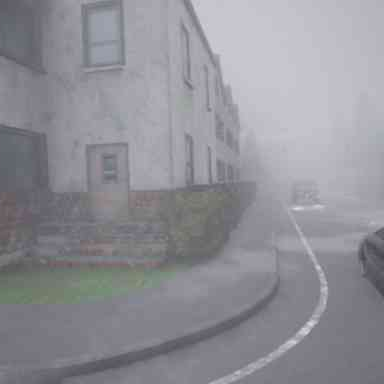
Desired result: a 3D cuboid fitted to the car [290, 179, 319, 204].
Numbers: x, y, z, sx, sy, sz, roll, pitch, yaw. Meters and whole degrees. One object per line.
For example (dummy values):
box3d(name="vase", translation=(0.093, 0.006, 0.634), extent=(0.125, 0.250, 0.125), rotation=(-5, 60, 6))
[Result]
box3d(name="car", translation=(10.197, -0.138, 30.413), extent=(2.150, 2.045, 5.566), rotation=(-2, 2, 14))

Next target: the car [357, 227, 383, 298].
box3d(name="car", translation=(4.220, 1.225, 5.629), extent=(1.994, 1.385, 4.181), rotation=(-1, 2, 15))
